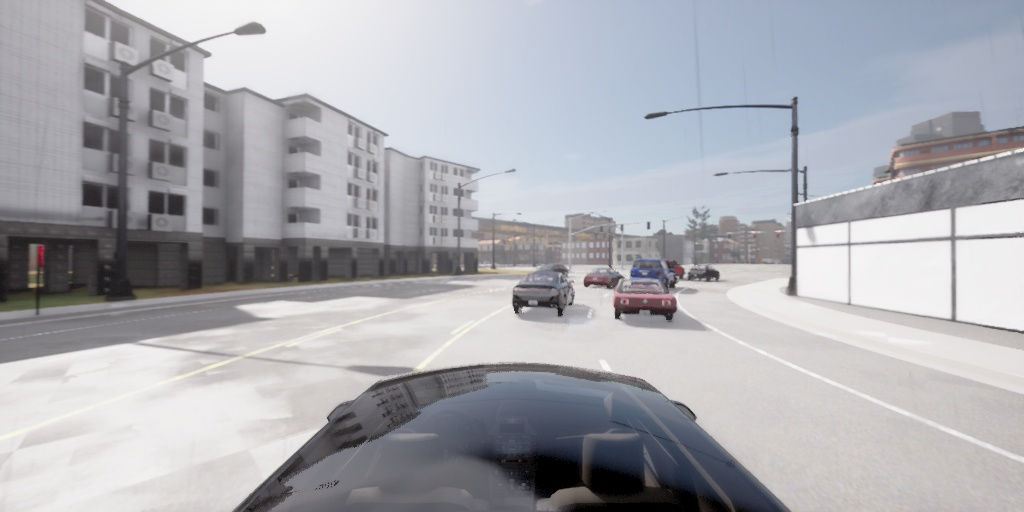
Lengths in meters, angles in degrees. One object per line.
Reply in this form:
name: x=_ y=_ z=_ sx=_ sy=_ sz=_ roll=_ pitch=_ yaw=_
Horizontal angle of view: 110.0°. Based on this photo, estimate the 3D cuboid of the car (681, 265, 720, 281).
car: x=18.570 y=1.627 z=34.663 sx=2.128 sy=1.511 sz=4.902 roll=0 pitch=-1 yaw=44

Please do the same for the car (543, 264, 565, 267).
car: x=4.435 y=1.638 z=40.163 sx=1.837 sy=1.490 sz=4.892 roll=0 pitch=-1 yaw=44

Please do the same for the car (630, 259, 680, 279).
car: x=9.603 y=1.215 z=24.286 sx=2.150 sy=2.045 sz=5.566 roll=0 pitch=-1 yaw=33

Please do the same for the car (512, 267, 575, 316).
car: x=1.361 y=1.365 z=14.257 sx=2.128 sy=1.511 sz=4.902 roll=0 pitch=0 yaw=16

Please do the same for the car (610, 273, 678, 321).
car: x=4.683 y=1.477 z=13.189 sx=1.895 sy=1.301 sz=4.718 roll=0 pitch=-1 yaw=15

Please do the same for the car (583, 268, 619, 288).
car: x=6.844 y=1.573 z=26.414 sx=1.994 sy=1.385 sz=4.181 roll=0 pitch=-1 yaw=34
